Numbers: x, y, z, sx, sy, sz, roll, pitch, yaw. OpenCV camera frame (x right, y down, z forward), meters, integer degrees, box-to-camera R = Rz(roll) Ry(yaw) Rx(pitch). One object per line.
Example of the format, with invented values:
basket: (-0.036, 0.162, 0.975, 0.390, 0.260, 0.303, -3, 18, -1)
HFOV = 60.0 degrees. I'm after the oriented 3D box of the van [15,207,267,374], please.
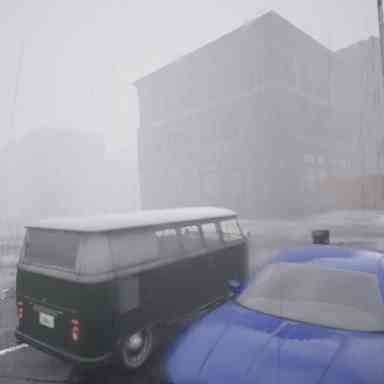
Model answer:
van: (-0.519, 1.300, 5.832, 1.878, 1.987, 4.442, -1, -1, 35)
